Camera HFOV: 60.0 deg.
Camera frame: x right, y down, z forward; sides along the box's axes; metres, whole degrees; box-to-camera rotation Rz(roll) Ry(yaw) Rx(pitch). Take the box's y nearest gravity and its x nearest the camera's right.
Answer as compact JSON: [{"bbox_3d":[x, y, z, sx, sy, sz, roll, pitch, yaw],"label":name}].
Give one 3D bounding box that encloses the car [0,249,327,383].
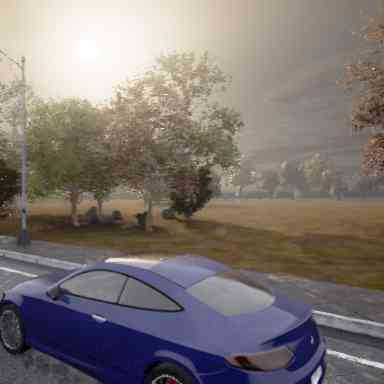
[{"bbox_3d":[-0.720,1.522,4.429,4.674,1.442,1.812,0,0,35],"label":"car"}]
